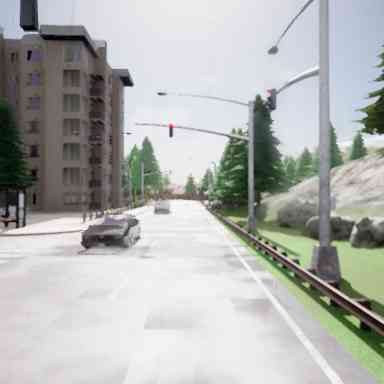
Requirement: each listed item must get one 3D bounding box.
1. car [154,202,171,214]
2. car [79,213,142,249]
[{"bbox_3d":[-3.526,1.930,40.657,2.033,1.411,5.357,0,0,0],"label":"car"},{"bbox_3d":[-3.515,1.699,15.531,2.033,1.411,5.357,0,-1,0],"label":"car"}]
